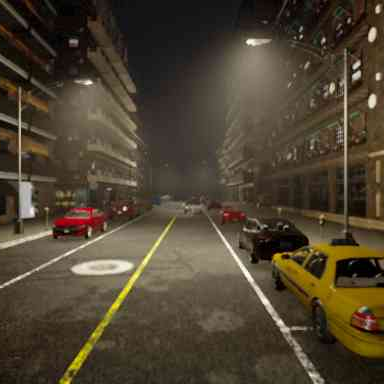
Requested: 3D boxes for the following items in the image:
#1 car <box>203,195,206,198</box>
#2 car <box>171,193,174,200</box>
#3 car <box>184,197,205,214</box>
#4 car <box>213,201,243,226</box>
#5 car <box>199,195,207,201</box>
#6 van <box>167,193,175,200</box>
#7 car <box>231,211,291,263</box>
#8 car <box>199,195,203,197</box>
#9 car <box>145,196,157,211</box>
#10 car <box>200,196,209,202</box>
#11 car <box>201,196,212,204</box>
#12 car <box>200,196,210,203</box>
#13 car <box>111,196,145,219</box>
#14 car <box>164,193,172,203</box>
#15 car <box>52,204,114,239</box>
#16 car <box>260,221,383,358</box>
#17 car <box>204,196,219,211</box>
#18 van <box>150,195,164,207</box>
[{"bbox_3d":[2.695,1.471,51.284,1.752,1.417,4.829,0,0,0],"label":"car"},{"bbox_3d":[-5.683,1.474,73.663,2.008,1.369,4.403,0,0,0],"label":"car"},{"bbox_3d":[0.102,1.563,35.542,1.895,1.301,4.718,0,0,0],"label":"car"},{"bbox_3d":[2.693,1.557,22.932,1.802,1.307,4.206,0,0,0],"label":"car"},{"bbox_3d":[2.697,1.456,84.932,1.887,1.381,4.507,0,0,0],"label":"car"},{"bbox_3d":[-5.682,1.248,90.572,1.690,1.788,3.998,0,0,0],"label":"van"},{"bbox_3d":[2.693,1.553,11.660,1.947,1.339,4.313,0,0,0],"label":"car"},{"bbox_3d":[0.103,1.442,47.747,2.128,1.511,4.902,0,0,0],"label":"car"},{"bbox_3d":[-5.685,1.484,39.675,1.752,1.417,4.829,0,0,0],"label":"car"},{"bbox_3d":[2.697,1.504,73.659,1.802,1.307,4.206,0,0,0],"label":"car"},{"bbox_3d":[2.696,1.500,62.386,1.947,1.339,4.313,0,0,0],"label":"car"},{"bbox_3d":[2.697,1.473,68.022,1.887,1.381,4.507,0,0,0],"label":"car"},{"bbox_3d":[-5.686,1.285,28.574,2.192,1.841,5.009,0,0,0],"label":"car"},{"bbox_3d":[-5.684,1.479,68.027,2.008,1.369,4.403,0,0,0],"label":"car"},{"bbox_3d":[-5.687,1.527,17.301,1.887,1.381,4.507,0,0,0],"label":"car"},{"bbox_3d":[2.693,1.519,6.193,1.752,1.417,4.829,0,0,0],"label":"car"},{"bbox_3d":[2.695,1.539,39.841,1.802,1.307,4.206,0,0,0],"label":"car"},{"bbox_3d":[-5.684,1.287,51.118,1.690,1.788,3.998,0,0,0],"label":"van"}]
